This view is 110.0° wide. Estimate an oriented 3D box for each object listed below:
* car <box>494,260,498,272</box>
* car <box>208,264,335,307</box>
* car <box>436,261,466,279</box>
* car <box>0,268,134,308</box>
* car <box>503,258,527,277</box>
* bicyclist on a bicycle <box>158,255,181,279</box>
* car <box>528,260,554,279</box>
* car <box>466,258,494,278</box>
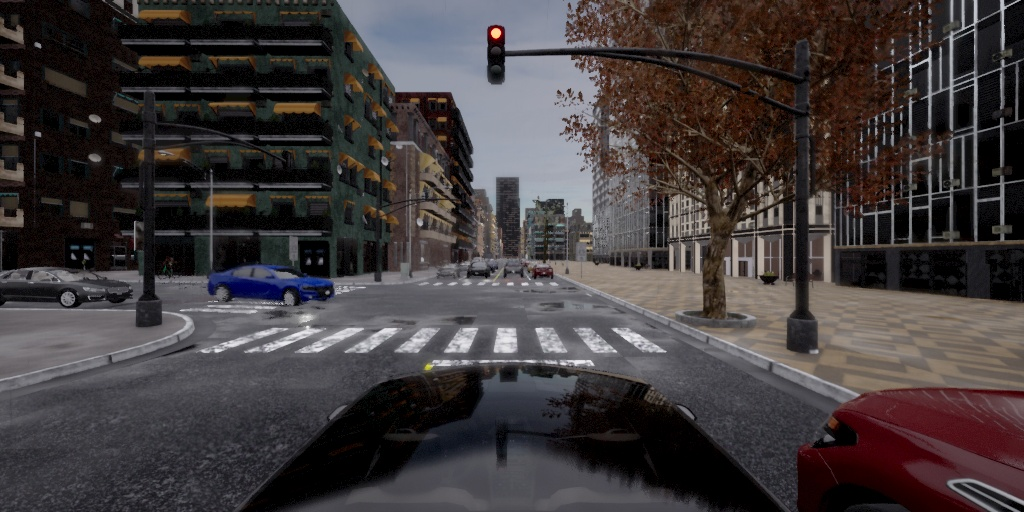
[{"bbox_3d":[-3.035,1.374,43.683,1.895,1.301,4.718,0,0,0],"label":"car"},{"bbox_3d":[-9.893,1.141,14.893,5.008,1.535,1.882,2,0,10],"label":"car"},{"bbox_3d":[-5.655,1.313,32.375,2.007,1.370,4.403,0,0,0],"label":"car"},{"bbox_3d":[-16.422,1.092,12.970,4.403,1.370,2.007,0,0,-1],"label":"car"},{"bbox_3d":[0.140,1.257,35.900,2.128,1.511,4.902,0,0,0],"label":"car"},{"bbox_3d":[-23.144,0.761,24.238,0.582,1.620,1.656,1,0,-1],"label":"bicyclist on a bicycle"},{"bbox_3d":[2.725,1.307,32.365,1.888,1.381,4.507,0,0,0],"label":"car"},{"bbox_3d":[-3.059,1.241,33.660,1.882,1.535,5.008,0,0,0],"label":"car"}]
